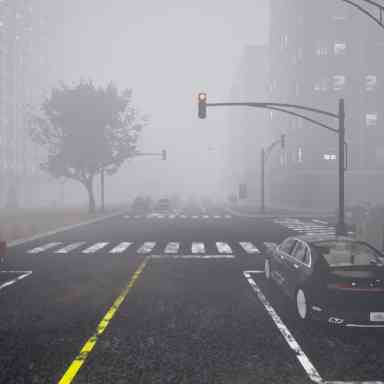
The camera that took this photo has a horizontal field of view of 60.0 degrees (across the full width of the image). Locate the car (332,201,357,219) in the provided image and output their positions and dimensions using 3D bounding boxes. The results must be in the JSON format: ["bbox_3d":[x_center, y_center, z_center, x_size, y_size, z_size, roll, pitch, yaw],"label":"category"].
[{"bbox_3d":[13.405,1.350,26.360,4.403,1.369,2.008,-1,1,-1],"label":"car"}]

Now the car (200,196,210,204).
[{"bbox_3d":[2.637,1.578,67.118,1.752,1.417,4.829,0,0,0],"label":"car"}]

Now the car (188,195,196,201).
[{"bbox_3d":[-0.061,1.446,79.075,1.812,1.442,4.674,0,0,0],"label":"car"}]

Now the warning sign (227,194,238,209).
[{"bbox_3d":[5.037,1.138,41.461,1.300,1.860,1.060,0,0,0],"label":"warning sign"}]

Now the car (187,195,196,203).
[{"bbox_3d":[-0.055,1.656,69.098,1.895,1.301,4.718,0,0,0],"label":"car"}]

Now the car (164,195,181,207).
[{"bbox_3d":[-3.132,1.521,48.180,2.128,1.511,4.902,0,0,0],"label":"car"}]

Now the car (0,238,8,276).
[{"bbox_3d":[-5.696,1.545,6.939,1.887,1.381,4.507,0,0,0],"label":"car"}]

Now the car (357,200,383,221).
[{"bbox_3d":[14.921,1.283,23.797,4.892,1.490,1.837,-1,0,-1],"label":"car"}]

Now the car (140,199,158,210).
[{"bbox_3d":[-5.727,1.592,44.850,1.947,1.339,4.313,0,0,0],"label":"car"}]

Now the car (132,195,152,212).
[{"bbox_3d":[-5.723,1.336,39.327,2.192,1.841,5.009,0,0,0],"label":"car"}]

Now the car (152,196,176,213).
[{"bbox_3d":[-3.129,1.524,37.973,1.837,1.490,4.892,0,0,0],"label":"car"}]

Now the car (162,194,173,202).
[{"bbox_3d":[-5.753,1.385,77.987,2.192,1.841,5.009,0,0,0],"label":"car"}]

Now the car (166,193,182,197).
[{"bbox_3d":[-3.123,1.265,62.314,2.150,2.045,5.566,0,0,-1],"label":"car"}]

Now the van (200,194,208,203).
[{"bbox_3d":[2.632,1.402,72.471,1.690,1.788,3.998,0,0,0],"label":"van"}]

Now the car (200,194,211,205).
[{"bbox_3d":[2.641,1.610,61.425,1.947,1.339,4.313,0,0,0],"label":"car"}]

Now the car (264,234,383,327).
[{"bbox_3d":[2.684,1.551,6.945,2.008,1.369,4.403,0,0,0],"label":"car"}]
